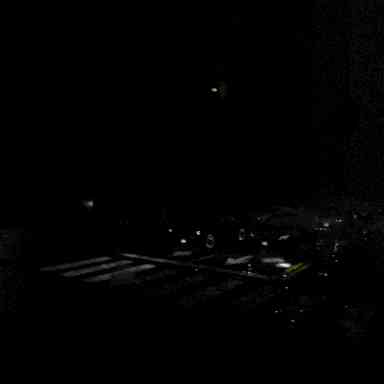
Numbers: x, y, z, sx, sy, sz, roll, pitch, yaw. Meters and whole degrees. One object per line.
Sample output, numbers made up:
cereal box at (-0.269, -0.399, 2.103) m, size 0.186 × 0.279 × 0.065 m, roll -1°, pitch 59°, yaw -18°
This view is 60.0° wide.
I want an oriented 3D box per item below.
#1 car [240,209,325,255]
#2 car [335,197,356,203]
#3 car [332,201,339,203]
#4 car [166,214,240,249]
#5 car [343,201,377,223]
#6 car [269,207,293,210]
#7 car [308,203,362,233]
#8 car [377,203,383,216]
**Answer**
car at (4.113, 1.693, 14.508) m, size 1.812 × 1.442 × 4.674 m, roll 0°, pitch 0°, yaw 36°
car at (18.125, 1.618, 39.578) m, size 2.150 × 2.045 × 5.566 m, roll 0°, pitch 0°, yaw 36°
car at (11.885, 1.869, 30.919) m, size 1.994 × 1.385 × 4.181 m, roll 0°, pitch 0°, yaw 36°
car at (0.906, 1.747, 15.616) m, size 1.895 × 1.301 × 4.718 m, roll 0°, pitch 0°, yaw 36°
car at (14.883, 1.849, 29.547) m, size 1.812 × 1.442 × 4.674 m, roll 0°, pitch 0°, yaw 36°
car at (6.083, 1.746, 22.844) m, size 1.812 × 1.442 × 4.674 m, roll 0°, pitch 0°, yaw 35°
car at (9.508, 1.736, 22.044) m, size 2.128 × 1.511 × 4.902 m, roll 0°, pitch 0°, yaw 35°
car at (21.079, 1.961, 38.116) m, size 2.033 × 1.411 × 5.357 m, roll 0°, pitch 0°, yaw 36°
